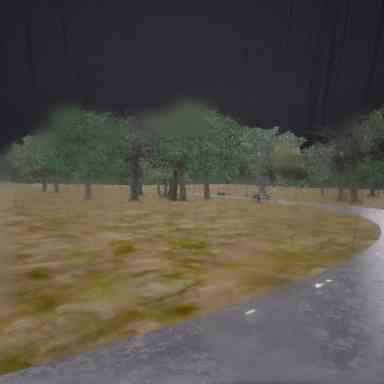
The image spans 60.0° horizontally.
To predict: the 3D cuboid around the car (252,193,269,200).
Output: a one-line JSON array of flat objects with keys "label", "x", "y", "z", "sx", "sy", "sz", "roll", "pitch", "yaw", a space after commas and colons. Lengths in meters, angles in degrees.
[{"label": "car", "x": 14.088, "y": 0.939, "z": 68.819, "sx": 2.033, "sy": 1.411, "sz": 5.357, "roll": 1, "pitch": 1, "yaw": -10}]
